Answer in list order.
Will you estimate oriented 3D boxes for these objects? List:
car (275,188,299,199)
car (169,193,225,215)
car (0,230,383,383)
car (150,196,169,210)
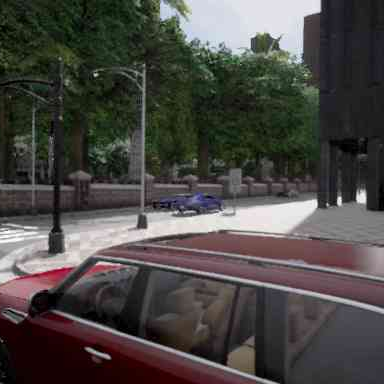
[{"bbox_3d":[13.774,0.188,47.746,2.033,1.411,5.357,1,2,36],"label":"car"},{"bbox_3d":[0.672,0.813,24.418,1.812,1.442,4.674,1,2,36],"label":"car"},{"bbox_3d":[-0.006,1.287,2.969,5.009,1.841,2.192,1,1,36],"label":"car"},{"bbox_3d":[-1.232,0.812,27.079,1.895,1.301,4.718,1,2,36],"label":"car"}]
